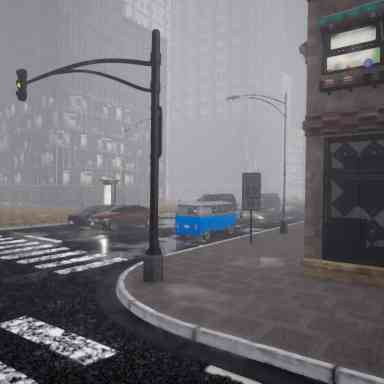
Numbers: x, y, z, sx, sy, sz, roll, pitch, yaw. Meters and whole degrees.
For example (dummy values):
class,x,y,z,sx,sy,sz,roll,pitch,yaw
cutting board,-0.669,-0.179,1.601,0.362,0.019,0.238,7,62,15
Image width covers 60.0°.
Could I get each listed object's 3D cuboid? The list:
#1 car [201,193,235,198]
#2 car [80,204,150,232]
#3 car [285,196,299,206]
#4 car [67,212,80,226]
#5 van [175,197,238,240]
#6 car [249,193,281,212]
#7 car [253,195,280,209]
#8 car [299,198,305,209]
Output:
class,x,y,z,sx,sy,sz,roll,pitch,yaw
car,1.881,1.145,28.499,2.150,2.045,5.566,1,1,36
car,-4.068,1.469,20.119,1.812,1.442,4.674,1,1,37
car,16.299,1.367,53.310,1.752,1.417,4.829,1,1,35
car,-6.010,1.470,21.862,1.947,1.339,4.313,1,1,35
van,0.827,1.370,17.010,1.690,1.788,3.998,1,1,35
car,8.071,1.127,37.202,2.150,2.045,5.566,1,1,36
car,9.995,1.296,44.423,1.967,1.590,4.097,1,1,35
car,15.613,1.465,42.434,1.812,1.442,4.674,1,1,36
